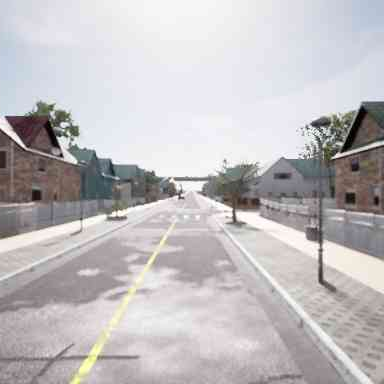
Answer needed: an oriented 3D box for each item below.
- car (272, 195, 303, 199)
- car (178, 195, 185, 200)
[{"bbox_3d":[11.549,1.422,37.631,5.566,2.045,2.150,0,-1,-1],"label":"car"},{"bbox_3d":[-2.747,1.530,86.848,1.895,1.301,4.718,0,0,0],"label":"car"}]
